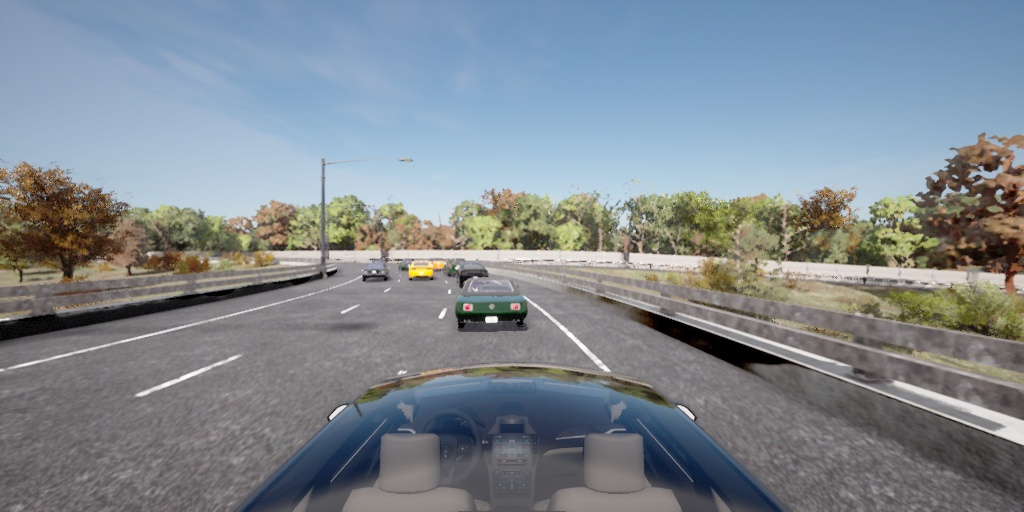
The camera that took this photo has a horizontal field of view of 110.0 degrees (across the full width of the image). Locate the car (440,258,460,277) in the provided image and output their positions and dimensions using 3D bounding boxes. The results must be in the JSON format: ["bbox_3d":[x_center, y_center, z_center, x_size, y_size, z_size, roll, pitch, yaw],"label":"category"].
[{"bbox_3d":[-5.494,1.011,34.910,2.097,1.767,4.553,0,0,-17],"label":"car"}]

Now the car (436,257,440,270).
[{"bbox_3d":[-9.994,0.982,46.756,2.097,1.767,4.553,0,0,-23],"label":"car"}]

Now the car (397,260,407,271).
[{"bbox_3d":[-13.543,1.196,46.141,1.994,1.385,4.181,0,0,-24],"label":"car"}]

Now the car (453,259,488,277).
[{"bbox_3d":[-2.781,1.164,24.396,1.882,1.535,5.008,0,0,-12],"label":"car"}]

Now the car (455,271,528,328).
[{"bbox_3d":[-0.710,1.324,11.344,1.895,1.301,4.718,0,0,-5],"label":"car"}]

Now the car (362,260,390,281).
[{"bbox_3d":[-10.969,1.227,29.091,2.033,1.411,5.357,0,0,-16],"label":"car"}]

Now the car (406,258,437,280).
[{"bbox_3d":[-7.618,1.152,29.997,1.882,1.535,5.008,0,0,-15],"label":"car"}]
